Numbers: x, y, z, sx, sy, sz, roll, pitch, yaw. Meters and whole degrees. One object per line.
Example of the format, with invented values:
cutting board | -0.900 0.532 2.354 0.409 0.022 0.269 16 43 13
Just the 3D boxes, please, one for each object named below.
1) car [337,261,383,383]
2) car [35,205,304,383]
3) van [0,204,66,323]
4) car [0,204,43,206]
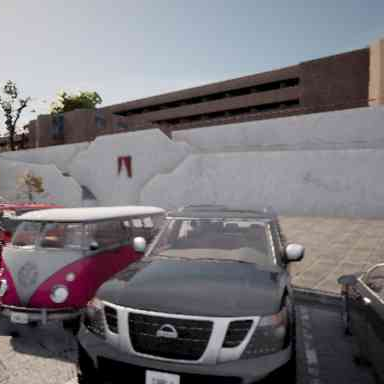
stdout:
car | 2.924 1.487 3.706 2.231 1.521 4.892 -1 -1 15
car | 0.496 1.263 5.418 2.435 2.045 5.566 0 -1 15
van | -1.957 1.316 7.064 1.878 1.987 4.442 0 -1 15
car | -4.357 1.321 8.940 2.435 2.045 5.566 0 -1 15
